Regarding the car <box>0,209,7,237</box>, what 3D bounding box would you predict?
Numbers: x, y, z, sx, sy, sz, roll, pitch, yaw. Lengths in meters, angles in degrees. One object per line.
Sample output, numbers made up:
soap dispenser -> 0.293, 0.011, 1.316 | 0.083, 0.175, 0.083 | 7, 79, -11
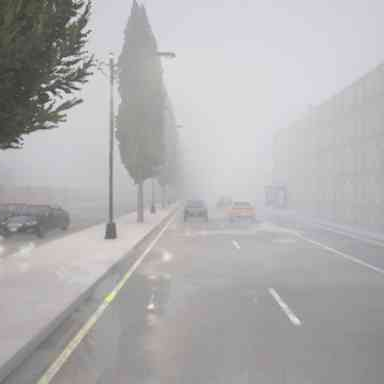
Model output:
car -> -7.956, 1.468, 10.079 | 1.812, 1.442, 4.674 | 0, 0, 1

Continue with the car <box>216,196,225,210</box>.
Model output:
car -> 4.058, 1.213, 40.654 | 2.097, 1.767, 4.553 | 0, 0, 3

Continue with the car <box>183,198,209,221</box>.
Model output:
car -> 0.290, 1.397, 26.158 | 2.128, 1.511, 4.902 | 0, 0, 0

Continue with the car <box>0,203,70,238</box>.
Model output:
car -> -7.952, 1.407, 17.337 | 2.128, 1.511, 4.902 | 0, 0, 0

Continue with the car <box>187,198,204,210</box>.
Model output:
car -> 0.399, 1.417, 40.771 | 1.994, 1.385, 4.181 | 0, 0, 0

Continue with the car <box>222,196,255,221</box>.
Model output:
car -> 3.774, 1.390, 26.437 | 1.882, 1.535, 5.008 | 0, 1, 1

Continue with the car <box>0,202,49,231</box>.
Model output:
car -> -11.370, 1.440, 21.239 | 2.033, 1.411, 5.357 | 0, 0, 1
